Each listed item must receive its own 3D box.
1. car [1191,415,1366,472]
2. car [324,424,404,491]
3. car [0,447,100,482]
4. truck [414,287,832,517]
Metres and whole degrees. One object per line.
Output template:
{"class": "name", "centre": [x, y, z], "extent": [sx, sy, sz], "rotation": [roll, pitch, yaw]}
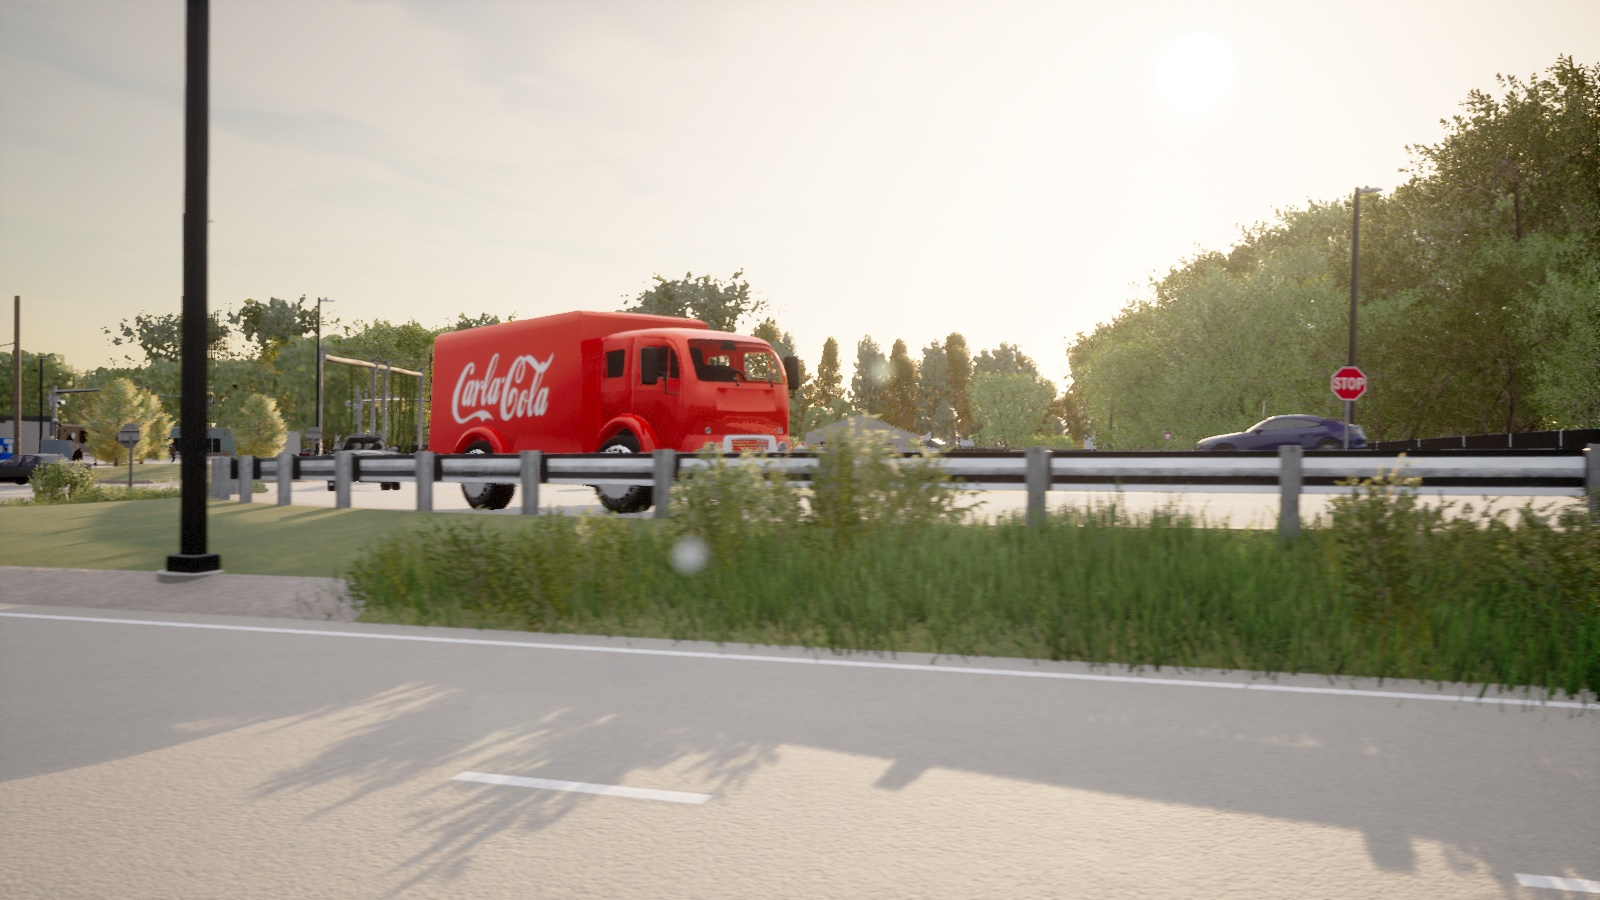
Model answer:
{"class": "car", "centre": [14.055, -0.178, 37.116], "extent": [4.674, 1.442, 1.812], "rotation": [-3, 0, 19]}
{"class": "car", "centre": [-13.593, 0.284, 38.994], "extent": [1.932, 1.855, 4.605], "rotation": [1, -3, -24]}
{"class": "car", "centre": [-33.579, 0.612, 54.972], "extent": [5.357, 1.411, 2.033], "rotation": [0, 1, 18]}
{"class": "truck", "centre": [-2.425, -0.486, 16.206], "extent": [5.204, 2.467, 2.627], "rotation": [-1, 0, 43]}
